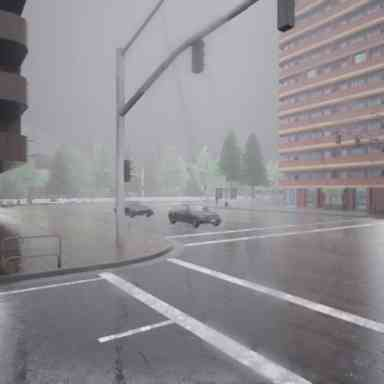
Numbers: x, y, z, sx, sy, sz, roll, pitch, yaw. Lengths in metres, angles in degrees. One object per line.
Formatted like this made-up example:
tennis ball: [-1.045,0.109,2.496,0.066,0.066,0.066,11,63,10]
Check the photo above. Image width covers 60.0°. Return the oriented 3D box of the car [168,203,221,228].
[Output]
car: [0.036,1.519,22.536,1.812,1.442,4.674,0,0,-33]

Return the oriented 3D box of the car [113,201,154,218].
car: [-5.458,1.541,30.464,2.033,1.411,5.357,0,0,-35]
